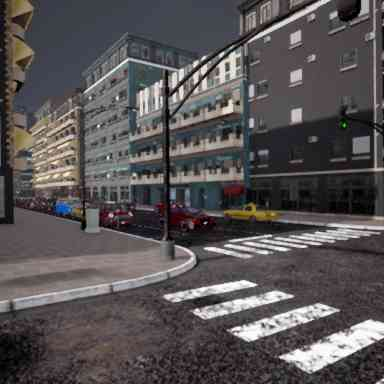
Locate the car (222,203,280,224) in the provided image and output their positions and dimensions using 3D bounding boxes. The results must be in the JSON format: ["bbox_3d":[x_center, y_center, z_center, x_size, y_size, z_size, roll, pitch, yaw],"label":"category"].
[{"bbox_3d":[4.147,1.490,24.470,1.752,1.417,4.829,-1,1,-36],"label":"car"}]

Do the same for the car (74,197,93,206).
[{"bbox_3d":[-18.263,1.635,55.862,1.947,1.339,4.313,-1,1,-36],"label":"car"}]

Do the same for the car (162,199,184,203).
[{"bbox_3d":[-2.186,1.432,33.339,1.967,1.590,4.097,-1,1,-36],"label":"car"}]

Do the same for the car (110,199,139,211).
[{"bbox_3d":[-8.616,1.573,42.349,2.008,1.369,4.403,-1,1,-36],"label":"car"}]

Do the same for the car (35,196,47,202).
[{"bbox_3d":[-37.556,1.719,82.888,1.887,1.381,4.507,-1,1,-36],"label":"car"}]

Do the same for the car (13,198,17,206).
[{"bbox_3d":[-31.514,1.777,60.002,1.887,1.381,4.507,-1,1,-36],"label":"car"}]

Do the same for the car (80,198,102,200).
[{"bbox_3d":[-8.983,1.639,32.899,2.033,1.411,5.357,-1,0,-35],"label":"car"}]

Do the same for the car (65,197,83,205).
[{"bbox_3d":[-21.478,1.636,60.366,2.008,1.369,4.403,-1,1,-36],"label":"car"}]

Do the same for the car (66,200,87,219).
[{"bbox_3d":[-8.906,1.647,28.334,1.752,1.417,4.829,-1,1,-36],"label":"car"}]

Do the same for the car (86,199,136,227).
[{"bbox_3d":[-5.791,1.548,23.968,1.967,1.590,4.097,-1,1,-36],"label":"car"}]

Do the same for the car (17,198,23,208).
[{"bbox_3d":[-25.082,1.765,50.993,1.947,1.339,4.313,-1,1,-36],"label":"car"}]

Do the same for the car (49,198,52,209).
[{"bbox_3d":[-20.421,1.679,49.093,1.837,1.490,4.892,-1,0,-36],"label":"car"}]

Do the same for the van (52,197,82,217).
[{"bbox_3d":[-12.224,1.478,32.975,1.690,1.788,3.998,-1,1,-36],"label":"van"}]

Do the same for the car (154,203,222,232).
[{"bbox_3d":[-0.392,1.617,20.865,1.994,1.385,4.181,-1,1,-36],"label":"car"}]

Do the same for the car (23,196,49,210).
[{"bbox_3d":[-21.869,1.623,46.488,1.967,1.590,4.097,-1,1,-36],"label":"car"}]
